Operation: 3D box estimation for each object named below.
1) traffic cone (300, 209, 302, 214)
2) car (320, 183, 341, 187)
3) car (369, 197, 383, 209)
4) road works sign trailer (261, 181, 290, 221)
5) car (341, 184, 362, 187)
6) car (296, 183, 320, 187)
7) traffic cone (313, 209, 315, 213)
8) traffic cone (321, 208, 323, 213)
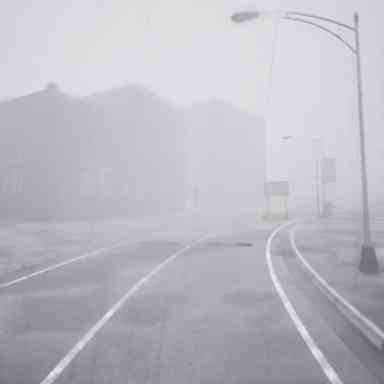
[{"bbox_3d":[13.390,2.426,40.986,0.340,0.580,0.340,-4,-3,36],"label":"traffic cone"},{"bbox_3d":[34.060,-1.452,83.874,4.892,1.521,2.231,0,-5,-4],"label":"car"},{"bbox_3d":[33.131,1.786,57.394,5.566,2.045,2.150,0,-5,-25],"label":"car"},{"bbox_3d":[8.049,0.778,31.213,2.380,3.560,2.880,-3,-1,37],"label":"road works sign trailer"},{"bbox_3d":[39.585,-1.385,84.376,4.674,1.452,2.002,0,-5,-5],"label":"car"},{"bbox_3d":[28.555,-1.452,83.472,4.892,1.521,2.231,0,-5,-4],"label":"car"},{"bbox_3d":[15.372,2.384,42.016,0.340,0.580,0.340,-5,-3,36],"label":"traffic cone"},{"bbox_3d":[16.178,2.319,41.432,0.340,0.580,0.340,-5,-3,36],"label":"traffic cone"}]
